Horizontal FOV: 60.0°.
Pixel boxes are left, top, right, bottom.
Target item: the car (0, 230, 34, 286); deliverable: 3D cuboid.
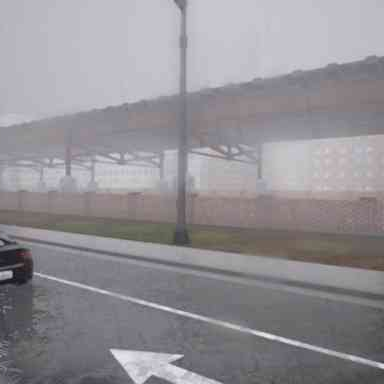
[{"bbox_3d":[-5.647,1.511,8.029,4.674,1.442,1.812,0,0,35],"label":"car"}]
